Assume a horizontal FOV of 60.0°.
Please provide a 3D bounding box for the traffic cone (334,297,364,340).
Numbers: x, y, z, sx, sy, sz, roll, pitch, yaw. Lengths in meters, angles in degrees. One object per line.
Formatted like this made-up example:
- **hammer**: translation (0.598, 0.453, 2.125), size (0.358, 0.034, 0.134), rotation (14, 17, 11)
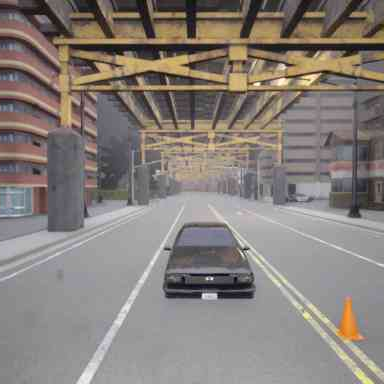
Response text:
- **traffic cone**: translation (2.451, 1.949, 5.212), size (0.340, 0.580, 0.340), rotation (0, 0, 0)

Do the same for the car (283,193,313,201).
- **car**: translation (17.486, 0.849, 54.956), size (4.536, 1.218, 1.853), rotation (0, 1, -20)

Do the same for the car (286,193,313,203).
- **car**: translation (17.437, 1.006, 54.940), size (4.974, 1.542, 2.038), rotation (0, 1, -20)

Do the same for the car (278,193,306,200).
- **car**: translation (17.830, 0.802, 59.073), size (4.536, 1.218, 1.853), rotation (0, 1, 25)

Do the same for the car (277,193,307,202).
- **car**: translation (17.783, 0.959, 59.097), size (4.974, 1.542, 2.038), rotation (0, 1, 25)

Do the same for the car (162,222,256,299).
- **car**: translation (0.357, 1.533, 8.818), size (2.033, 1.411, 5.357), rotation (0, 0, 1)
